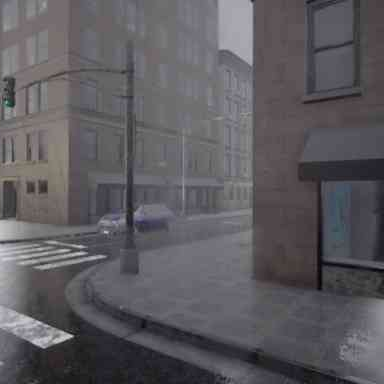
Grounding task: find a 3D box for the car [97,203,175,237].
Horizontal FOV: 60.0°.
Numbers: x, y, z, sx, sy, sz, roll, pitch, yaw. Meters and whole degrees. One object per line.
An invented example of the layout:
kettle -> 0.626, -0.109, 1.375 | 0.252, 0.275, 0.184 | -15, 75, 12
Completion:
car -> -2.954, 1.418, 18.296 | 2.097, 1.767, 4.553 | 0, 0, 35
